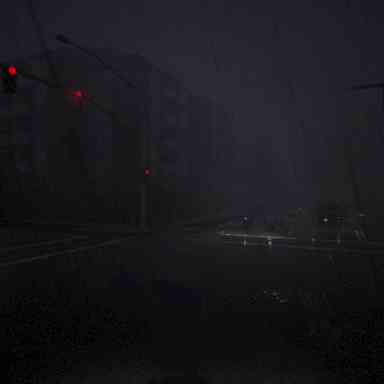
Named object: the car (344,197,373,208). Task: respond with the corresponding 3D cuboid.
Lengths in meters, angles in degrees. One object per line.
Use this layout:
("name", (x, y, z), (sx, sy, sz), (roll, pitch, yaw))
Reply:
("car", (24.351, 1.525, 48.605), (4.674, 1.442, 1.812), (0, 0, -36))

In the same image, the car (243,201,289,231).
("car", (4.625, 1.526, 20.998), (1.812, 1.442, 4.674), (0, 0, 25))

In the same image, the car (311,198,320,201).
("car", (15.087, 1.503, 39.678), (1.837, 1.490, 4.892), (0, 1, 39))

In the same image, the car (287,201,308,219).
("car", (8.715, 1.547, 29.672), (2.033, 1.411, 5.357), (0, 0, 26))

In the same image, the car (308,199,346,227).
("car", (9.331, 1.505, 22.817), (1.837, 1.490, 4.892), (0, 0, 25))

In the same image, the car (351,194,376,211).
("car", (20.758, 1.224, 40.934), (2.150, 2.045, 5.566), (0, 0, 45))

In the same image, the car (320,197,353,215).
("car", (13.588, 1.478, 31.238), (1.882, 1.535, 5.008), (0, 0, 30))
